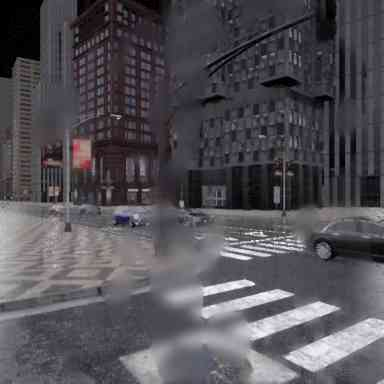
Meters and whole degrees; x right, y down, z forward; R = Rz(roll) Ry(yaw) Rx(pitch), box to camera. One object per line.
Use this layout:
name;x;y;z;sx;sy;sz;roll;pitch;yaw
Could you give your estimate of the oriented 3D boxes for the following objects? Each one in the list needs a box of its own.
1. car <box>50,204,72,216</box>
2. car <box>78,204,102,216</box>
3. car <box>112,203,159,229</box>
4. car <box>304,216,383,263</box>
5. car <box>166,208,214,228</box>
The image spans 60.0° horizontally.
car;-17.179;2.359;43.244;1.812;1.442;4.674;0;-1;-35
car;-13.408;2.297;43.546;1.837;1.490;4.892;0;-1;-35
car;-4.392;1.767;25.375;2.097;1.767;4.553;0;-1;-36
car;6.046;1.588;10.833;1.837;1.490;4.892;-1;-1;-36
car;-0.221;1.924;25.139;1.994;1.385;4.181;0;-1;-36
